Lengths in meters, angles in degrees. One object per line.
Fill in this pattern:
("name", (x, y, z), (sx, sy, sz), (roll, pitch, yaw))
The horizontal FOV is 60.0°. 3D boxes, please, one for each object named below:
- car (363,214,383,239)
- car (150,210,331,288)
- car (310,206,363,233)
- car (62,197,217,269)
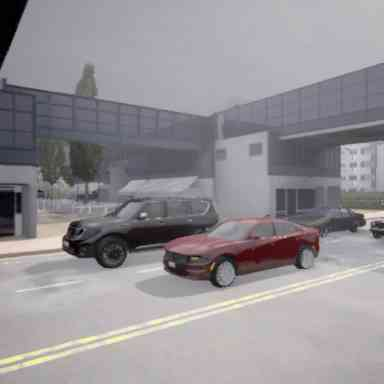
("car", (10.337, 1.531, 15.641), (4.718, 1.301, 1.895), (0, 0, -35))
("car", (1.557, 1.450, 9.388), (5.008, 1.535, 1.882), (0, 0, -35))
("car", (7.186, 1.482, 17.699), (5.357, 1.411, 2.033), (0, 0, -35))
("car", (-1.471, 1.200, 11.519), (5.566, 2.045, 2.150), (0, 0, -35))
